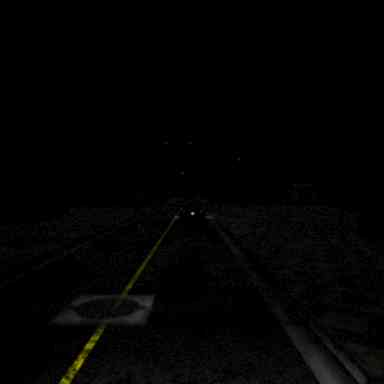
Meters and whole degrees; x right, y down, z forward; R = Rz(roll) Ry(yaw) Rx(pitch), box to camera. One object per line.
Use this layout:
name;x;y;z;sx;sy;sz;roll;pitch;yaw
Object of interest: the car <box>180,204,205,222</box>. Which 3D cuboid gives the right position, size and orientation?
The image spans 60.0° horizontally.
car;0.061;1.630;27.437;1.994;1.385;4.181;0;0;0
